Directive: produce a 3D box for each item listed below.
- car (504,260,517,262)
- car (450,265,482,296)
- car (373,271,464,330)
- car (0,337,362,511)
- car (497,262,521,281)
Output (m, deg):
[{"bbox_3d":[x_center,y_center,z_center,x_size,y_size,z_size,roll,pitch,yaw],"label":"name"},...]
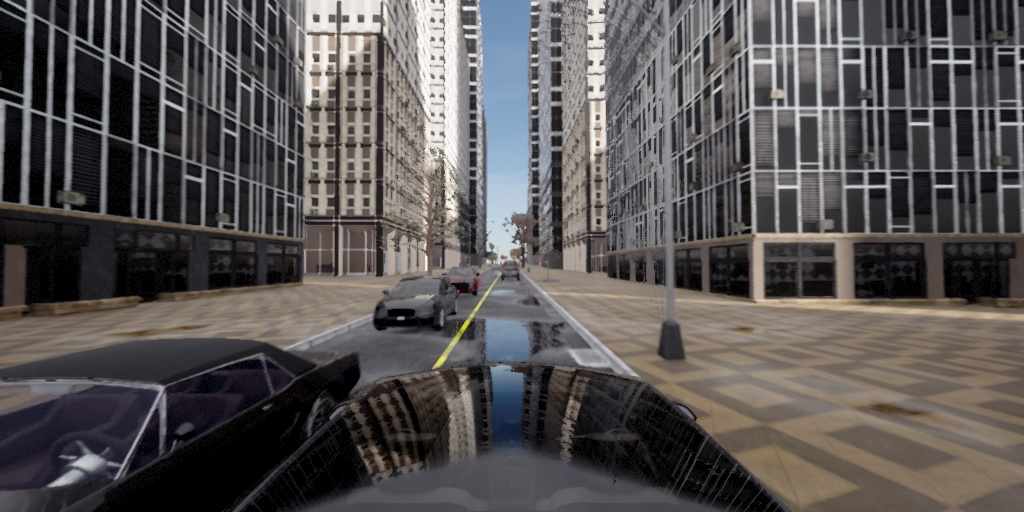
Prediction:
[{"bbox_3d":[-0.216,1.552,46.576,2.150,2.045,5.566,0,-1,-1],"label":"car"},{"bbox_3d":[-2.973,1.369,21.658,2.097,1.767,4.553,0,-1,0],"label":"car"},{"bbox_3d":[-2.906,1.393,11.720,1.837,1.490,4.892,0,-1,-1],"label":"car"},{"bbox_3d":[-2.832,1.368,2.329,1.895,1.301,4.718,0,-1,0],"label":"car"},{"bbox_3d":[-0.143,1.689,36.349,2.128,1.511,4.902,0,-1,0],"label":"car"}]
